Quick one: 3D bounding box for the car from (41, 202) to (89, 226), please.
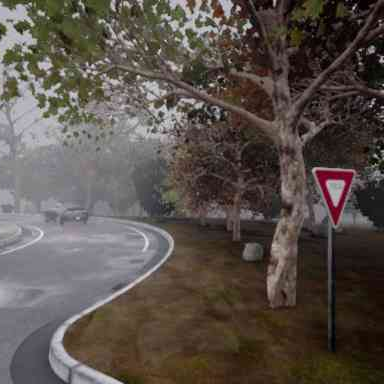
[{"bbox_3d":[-8.957,1.463,23.270,2.128,1.511,4.902,0,0,-42],"label":"car"}]
